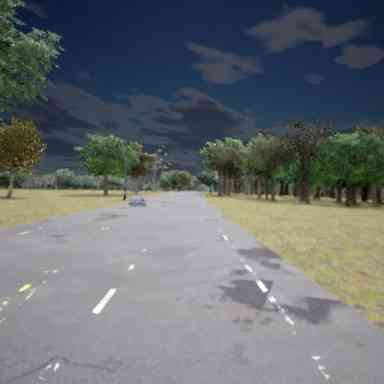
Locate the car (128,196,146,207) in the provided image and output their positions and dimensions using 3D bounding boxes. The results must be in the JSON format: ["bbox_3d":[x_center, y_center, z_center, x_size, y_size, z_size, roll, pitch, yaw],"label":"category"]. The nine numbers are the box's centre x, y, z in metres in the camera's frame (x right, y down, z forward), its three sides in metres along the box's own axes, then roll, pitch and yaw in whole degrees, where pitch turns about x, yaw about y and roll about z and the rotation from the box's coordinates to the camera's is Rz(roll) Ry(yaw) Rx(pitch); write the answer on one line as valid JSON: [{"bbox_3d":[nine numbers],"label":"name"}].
[{"bbox_3d":[-7.165,1.207,43.887,1.812,1.442,4.674,2,0,0],"label":"car"}]
